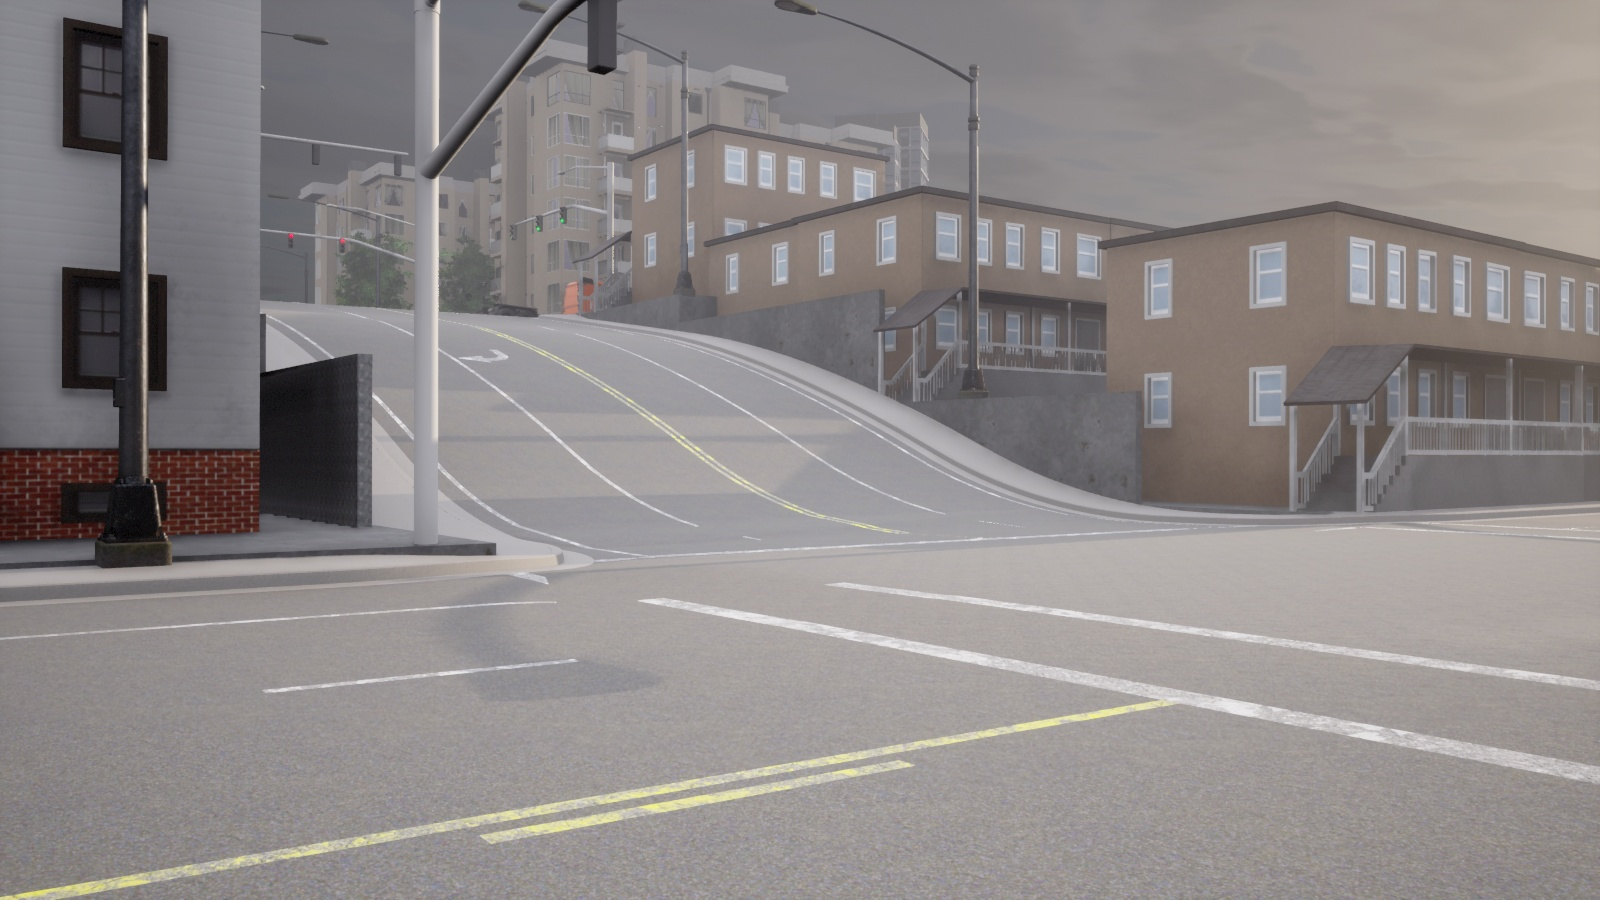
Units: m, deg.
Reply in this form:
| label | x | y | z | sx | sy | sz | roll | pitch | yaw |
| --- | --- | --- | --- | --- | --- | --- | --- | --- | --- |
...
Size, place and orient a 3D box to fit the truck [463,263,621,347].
| label | x | y | z | sx | sy | sz | roll | pitch | yaw |
| --- | --- | --- | --- | --- | --- | --- | --- | --- | --- |
| truck | -14.282 | -7.958 | 69.930 | 7.936 | 3.462 | 2.891 | 4 | -2 | -35 |
